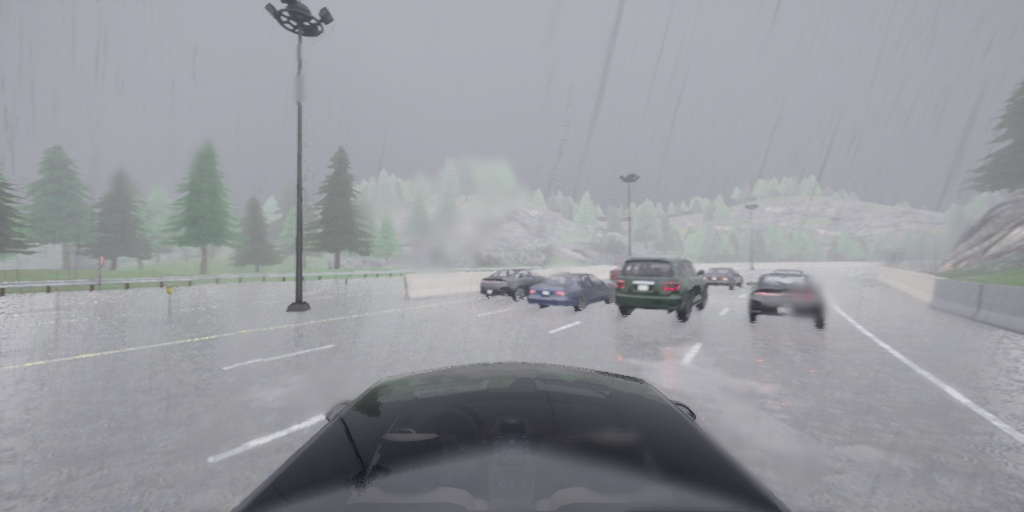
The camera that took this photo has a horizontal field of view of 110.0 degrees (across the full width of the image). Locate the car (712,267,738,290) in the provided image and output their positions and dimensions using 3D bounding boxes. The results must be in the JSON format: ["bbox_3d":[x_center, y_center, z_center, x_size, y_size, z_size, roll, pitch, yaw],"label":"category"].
[{"bbox_3d":[14.221,1.474,24.250,2.033,1.411,5.357,-1,-1,41],"label":"car"}]

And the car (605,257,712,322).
[{"bbox_3d":[5.608,1.067,13.179,2.150,2.045,5.566,-1,0,36],"label":"car"}]

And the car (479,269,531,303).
[{"bbox_3d":[0.458,1.388,17.958,2.128,1.511,4.902,0,-1,37],"label":"car"}]

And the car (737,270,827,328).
[{"bbox_3d":[9.018,1.318,11.875,2.128,1.511,4.902,-1,-1,37],"label":"car"}]

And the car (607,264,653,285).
[{"bbox_3d":[9.963,1.462,29.991,1.882,1.535,5.008,-1,0,41],"label":"car"}]

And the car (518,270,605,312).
[{"bbox_3d":[2.715,1.413,15.149,2.033,1.411,5.357,0,-1,36],"label":"car"}]
